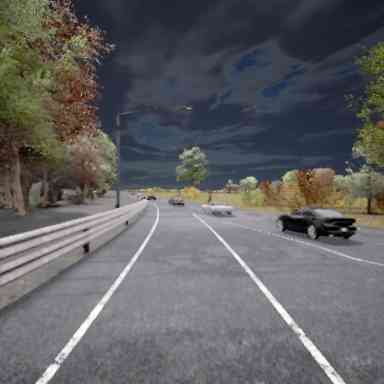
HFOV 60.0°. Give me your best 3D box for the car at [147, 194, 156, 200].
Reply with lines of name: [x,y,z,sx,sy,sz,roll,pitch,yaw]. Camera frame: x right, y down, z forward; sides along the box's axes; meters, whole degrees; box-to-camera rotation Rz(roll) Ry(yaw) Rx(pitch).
car: [-10.640,1.291,86.612,1.837,1.490,4.892,0,0,-14]

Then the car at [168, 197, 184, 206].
car: [-2.559,1.490,53.219,2.033,1.411,5.357,0,0,-14]

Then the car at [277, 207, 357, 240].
car: [6.185,1.509,17.180,1.882,1.535,5.008,2,0,-14]

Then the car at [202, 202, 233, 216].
car: [2.405,1.591,32.724,1.895,1.301,4.718,0,0,-14]
